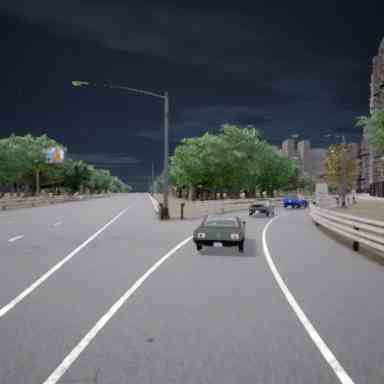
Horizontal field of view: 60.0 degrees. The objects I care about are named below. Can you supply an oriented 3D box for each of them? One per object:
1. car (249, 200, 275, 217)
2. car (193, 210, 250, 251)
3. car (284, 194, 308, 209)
[{"bbox_3d":[6.883,1.545,32.420,1.837,1.490,4.892,0,0,23],"label":"car"},{"bbox_3d":[1.352,1.612,14.153,1.895,1.301,4.718,0,0,10],"label":"car"},{"bbox_3d":[14.666,1.306,46.806,2.150,2.045,5.566,0,0,34],"label":"car"}]
